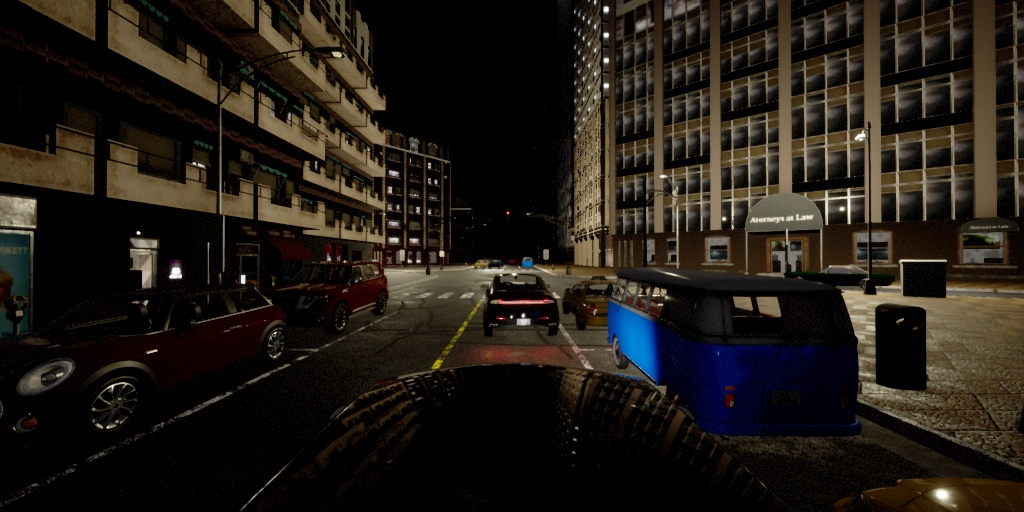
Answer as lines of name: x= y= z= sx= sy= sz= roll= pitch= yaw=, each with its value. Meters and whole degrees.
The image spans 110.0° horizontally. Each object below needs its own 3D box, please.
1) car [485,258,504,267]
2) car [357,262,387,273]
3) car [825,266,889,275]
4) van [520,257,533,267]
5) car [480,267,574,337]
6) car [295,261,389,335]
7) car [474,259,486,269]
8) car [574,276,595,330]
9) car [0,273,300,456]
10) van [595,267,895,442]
car: x=-2.804 y=1.426 z=58.826 sx=1.895 sy=1.301 sz=4.718 roll=0 pitch=0 yaw=2
car: x=-19.001 y=1.507 z=48.600 sx=4.181 sy=1.385 sz=1.994 roll=-1 pitch=-1 yaw=41
car: x=18.312 y=1.194 z=20.455 sx=4.718 sy=1.301 sz=1.895 roll=-1 pitch=-1 yaw=41
van: x=2.579 y=1.168 z=59.735 sx=1.690 sy=1.789 sz=3.998 roll=0 pitch=0 yaw=0
car: x=0.135 y=1.245 z=10.347 sx=2.128 sy=1.511 sz=4.902 roll=0 pitch=0 yaw=-3
car: x=-5.313 y=1.068 z=10.737 sx=2.192 sy=1.841 sz=5.009 roll=0 pitch=0 yaw=0
car: x=-5.301 y=1.352 z=59.567 sx=1.751 sy=1.417 sz=4.829 roll=0 pitch=0 yaw=0
car: x=2.568 y=1.279 z=10.912 sx=1.751 sy=1.417 sz=4.829 roll=0 pitch=0 yaw=0
car: x=-5.314 y=1.191 z=5.202 sx=1.967 sy=1.591 sz=4.097 roll=0 pitch=0 yaw=0
van: x=2.567 y=1.092 z=5.205 sx=1.690 sy=1.789 sz=3.998 roll=0 pitch=0 yaw=0
